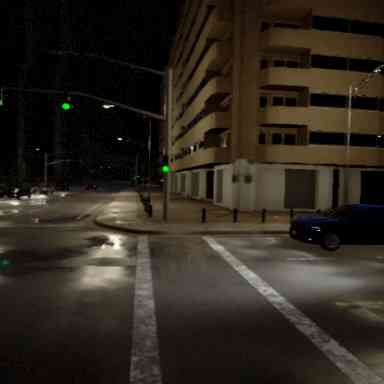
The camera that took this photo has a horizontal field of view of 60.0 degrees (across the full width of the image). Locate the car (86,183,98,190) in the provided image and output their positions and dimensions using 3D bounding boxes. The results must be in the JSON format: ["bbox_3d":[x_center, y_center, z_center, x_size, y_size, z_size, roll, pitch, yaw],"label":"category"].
[{"bbox_3d":[-19.201,-1.048,64.040,1.895,1.301,4.718,1,2,-10],"label":"car"}]

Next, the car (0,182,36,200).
[{"bbox_3d":[-17.656,-0.224,33.167,2.097,1.767,4.553,1,2,-9],"label":"car"}]

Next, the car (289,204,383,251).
[{"bbox_3d":[6.067,1.188,12.145,5.008,1.535,1.882,1,2,-10],"label":"car"}]

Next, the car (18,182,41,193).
[{"bbox_3d":[-23.726,-0.668,48.707,1.994,1.385,4.181,1,2,-10],"label":"car"}]

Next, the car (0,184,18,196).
[{"bbox_3d":[-22.122,-0.261,38.744,1.895,1.301,4.718,1,2,-9],"label":"car"}]

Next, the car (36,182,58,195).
[{"bbox_3d":[-19.278,-0.344,43.096,1.895,1.301,4.718,1,2,-9],"label":"car"}]

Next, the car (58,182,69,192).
[{"bbox_3d":[-20.947,-0.821,53.300,1.837,1.490,4.892,1,2,-10],"label":"car"}]
